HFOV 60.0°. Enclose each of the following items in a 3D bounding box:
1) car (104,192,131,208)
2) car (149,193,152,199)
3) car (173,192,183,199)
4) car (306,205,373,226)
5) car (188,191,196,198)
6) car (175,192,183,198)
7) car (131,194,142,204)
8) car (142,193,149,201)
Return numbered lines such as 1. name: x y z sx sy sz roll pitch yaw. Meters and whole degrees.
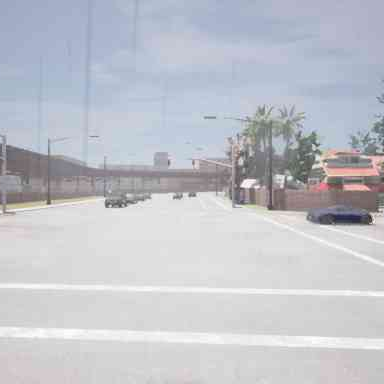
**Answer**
1. car: -10.510 1.082 46.417 2.150 2.045 5.566 0 1 1
2. car: -10.426 0.897 76.589 1.812 1.442 4.674 0 1 0
3. car: -3.426 0.963 76.895 1.895 1.301 4.718 0 1 0
4. car: 10.190 1.575 23.133 4.181 1.385 1.994 0 0 -2
5. car: 0.083 0.519 86.851 2.097 1.767 4.553 0 1 0
6. car: -3.416 0.709 87.213 1.994 1.385 4.181 0 1 0
7. car: -10.446 1.286 56.539 2.033 1.411 5.357 0 1 0
8. car: -10.436 1.142 66.257 1.994 1.385 4.181 0 1 0
